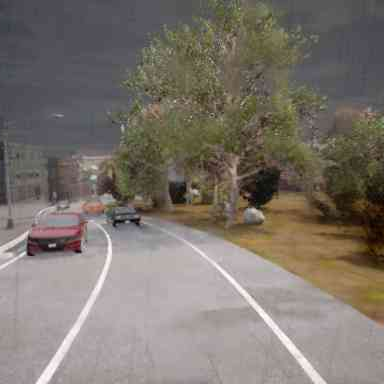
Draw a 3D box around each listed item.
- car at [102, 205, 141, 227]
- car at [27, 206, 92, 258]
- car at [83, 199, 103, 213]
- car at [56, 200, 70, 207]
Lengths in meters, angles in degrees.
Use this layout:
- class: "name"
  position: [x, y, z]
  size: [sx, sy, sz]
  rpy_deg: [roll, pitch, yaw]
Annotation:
- class: "car"
  position: [-5.033, 1.694, 23.944]
  size: [1.895, 1.301, 4.718]
  rpy_deg: [-2, 0, -21]
- class: "car"
  position: [-5.393, 1.589, 13.798]
  size: [1.882, 1.535, 5.008]
  rpy_deg: [-1, 0, -14]
- class: "car"
  position: [-12.044, 1.651, 40.459]
  size: [2.097, 1.767, 4.553]
  rpy_deg: [-3, 0, -23]
- class: "car"
  position: [-20.201, 2.016, 52.357]
  size: [2.128, 1.511, 4.902]
  rpy_deg: [-2, 1, -18]
